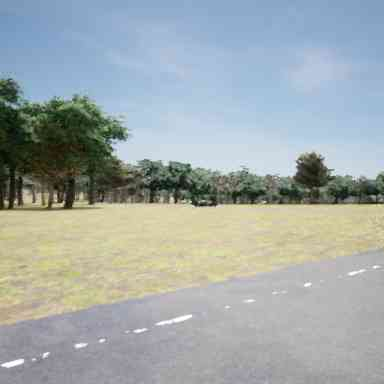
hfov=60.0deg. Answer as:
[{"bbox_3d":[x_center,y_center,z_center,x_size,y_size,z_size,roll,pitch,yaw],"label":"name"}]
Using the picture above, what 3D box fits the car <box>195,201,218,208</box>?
[{"bbox_3d":[2.637,2.280,61.461,1.895,1.301,4.718,3,-3,-35],"label":"car"}]
